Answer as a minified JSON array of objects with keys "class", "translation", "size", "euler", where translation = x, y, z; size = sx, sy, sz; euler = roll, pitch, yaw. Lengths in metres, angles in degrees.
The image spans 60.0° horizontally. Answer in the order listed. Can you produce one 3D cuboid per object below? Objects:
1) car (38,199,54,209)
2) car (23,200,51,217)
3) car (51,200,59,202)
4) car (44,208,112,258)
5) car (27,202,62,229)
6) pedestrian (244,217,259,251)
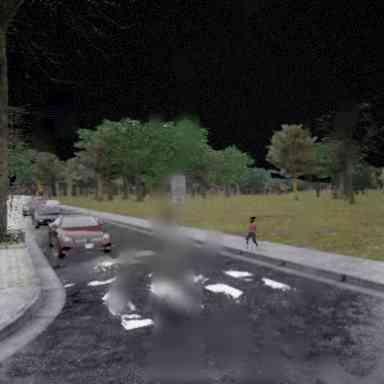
[{"class":"car","translation":[-23.754,1.914,53.943],"size":[1.895,1.301,4.718],"euler":[-1,0,-29]},{"class":"car","translation":[-16.115,1.587,34.143],"size":[2.097,1.767,4.553],"euler":[-1,0,-29]},{"class":"car","translation":[-18.887,1.779,45.183],"size":[1.812,1.442,4.674],"euler":[-1,0,-29]},{"class":"car","translation":[-4.656,1.607,13.476],"size":[1.812,1.442,4.674],"euler":[-1,0,-29]},{"class":"car","translation":[-10.121,1.703,23.330],"size":[2.033,1.411,5.357],"euler":[-1,0,-29]},{"class":"pedestrian","translation":[2.101,1.101,11.559],"size":[0.375,1.860,0.375],"euler":[0,-1,-29]}]
